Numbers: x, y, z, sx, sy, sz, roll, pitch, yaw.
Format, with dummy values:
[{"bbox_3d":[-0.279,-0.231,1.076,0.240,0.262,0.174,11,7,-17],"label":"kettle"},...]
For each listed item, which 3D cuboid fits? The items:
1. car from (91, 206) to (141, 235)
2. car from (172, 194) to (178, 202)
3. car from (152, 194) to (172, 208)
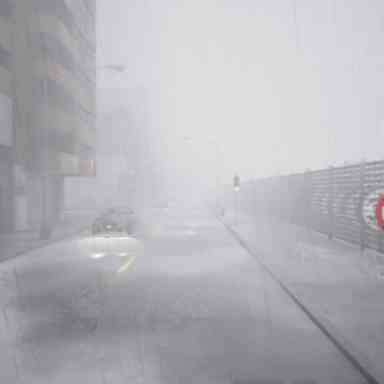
[{"bbox_3d":[-4.001,1.477,18.086,1.994,1.385,4.181,0,0,0],"label":"car"},{"bbox_3d":[-4.008,1.207,65.924,1.812,1.442,4.674,0,0,0],"label":"car"},{"bbox_3d":[-3.999,1.359,42.963,1.812,1.442,4.674,0,2,0],"label":"car"}]
